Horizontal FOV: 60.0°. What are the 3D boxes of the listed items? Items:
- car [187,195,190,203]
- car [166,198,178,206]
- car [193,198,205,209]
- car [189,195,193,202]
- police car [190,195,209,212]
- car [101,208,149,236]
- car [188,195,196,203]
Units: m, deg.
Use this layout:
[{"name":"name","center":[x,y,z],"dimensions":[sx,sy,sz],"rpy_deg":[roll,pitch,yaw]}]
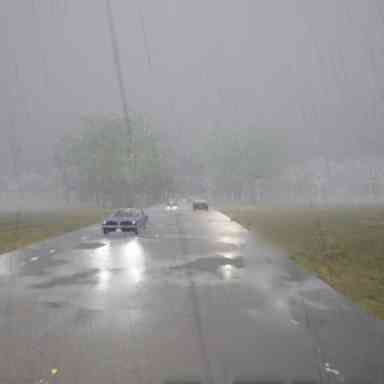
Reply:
[{"name":"car","center":[-0.027,1.641,74.349],"dimensions":[2.097,1.767,4.553],"rpy_deg":[0,-1,0]},{"name":"car","center":[-3.567,1.758,59.604],"dimensions":[2.128,1.511,4.902],"rpy_deg":[0,-1,1]},{"name":"car","center":[1.032,1.698,51.235],"dimensions":[1.837,1.490,4.892],"rpy_deg":[0,0,0]},{"name":"car","center":[1.029,1.594,57.209],"dimensions":[2.097,1.767,4.553],"rpy_deg":[0,-1,0]},{"name":"police car","center":[1.035,1.546,41.345],"dimensions":[1.930,1.638,5.238],"rpy_deg":[0,0,0]},{"name":"car","center":[-3.607,1.591,18.606],"dimensions":[1.895,1.301,4.718],"rpy_deg":[0,0,0]},{"name":"car","center":[-0.033,1.890,92.679],"dimensions":[2.150,2.045,5.566],"rpy_deg":[0,-1,0]}]
